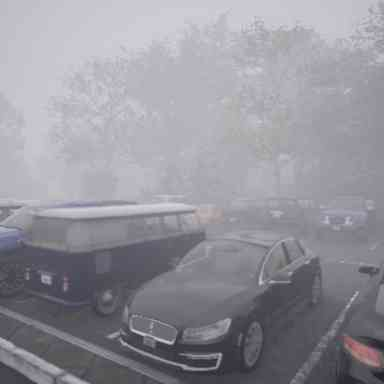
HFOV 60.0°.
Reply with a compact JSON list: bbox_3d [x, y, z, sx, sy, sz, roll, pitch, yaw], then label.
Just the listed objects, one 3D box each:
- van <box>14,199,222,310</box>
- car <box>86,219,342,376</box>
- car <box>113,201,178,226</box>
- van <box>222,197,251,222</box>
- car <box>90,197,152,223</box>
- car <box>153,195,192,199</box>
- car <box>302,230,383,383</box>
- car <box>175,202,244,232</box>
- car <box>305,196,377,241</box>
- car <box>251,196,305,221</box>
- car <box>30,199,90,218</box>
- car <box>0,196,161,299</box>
[{"bbox_3d":[-1.321,1.288,7.659,1.878,1.987,4.442,0,0,35],"label":"van"},{"bbox_3d":[0.902,1.516,5.940,2.231,1.521,4.892,0,0,35],"label":"car"},{"bbox_3d":[-3.343,1.514,24.977,2.163,1.488,4.792,0,0,35],"label":"car"},{"bbox_3d":[3.524,1.280,20.266,1.878,1.987,4.442,0,0,35],"label":"van"},{"bbox_3d":[-5.570,1.352,26.636,2.185,1.767,4.553,0,0,35],"label":"car"},{"bbox_3d":[-1.048,1.241,23.414,2.435,2.045,5.566,0,0,35],"label":"car"},{"bbox_3d":[3.180,1.555,4.307,2.002,1.452,4.674,0,0,35],"label":"car"},{"bbox_3d":[1.304,1.496,21.932,1.946,1.575,5.366,0,0,35],"label":"car"},{"bbox_3d":[7.964,1.264,16.926,2.435,2.045,5.566,0,0,35],"label":"car"},{"bbox_3d":[5.735,1.262,18.583,2.435,2.045,5.566,0,0,35],"label":"car"},{"bbox_3d":[-12.368,1.457,31.446,2.231,1.521,4.892,0,0,35],"label":"car"},{"bbox_3d":[-3.686,1.256,9.165,2.435,2.045,5.566,0,0,35],"label":"car"}]
